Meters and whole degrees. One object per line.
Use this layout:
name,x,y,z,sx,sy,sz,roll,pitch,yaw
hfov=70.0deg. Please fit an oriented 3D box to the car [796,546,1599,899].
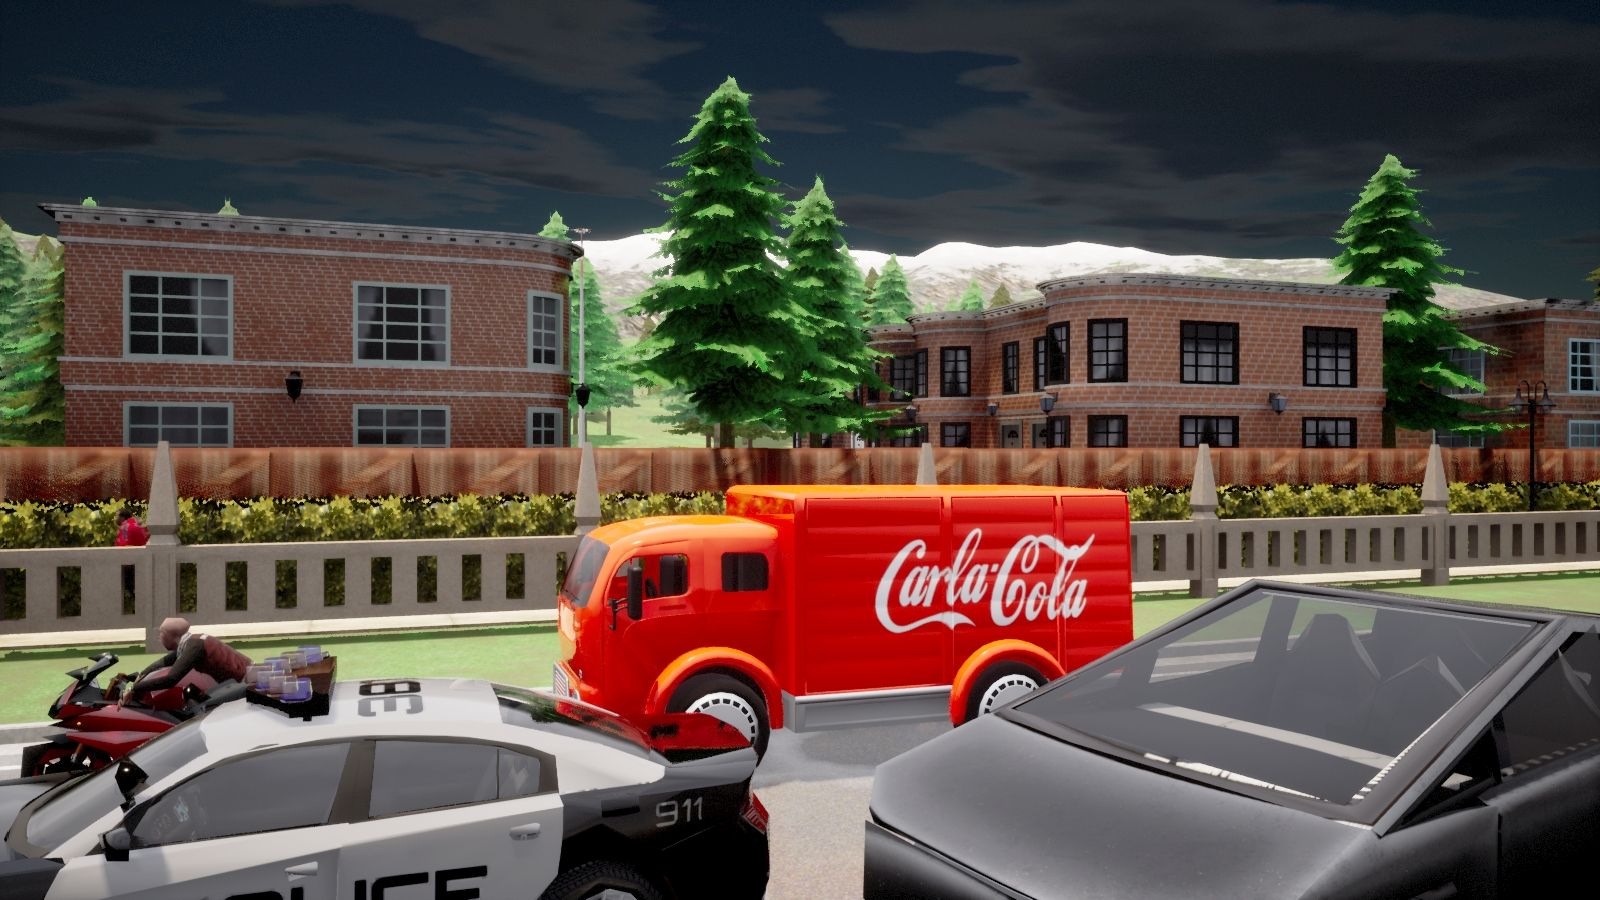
car,3.288,1.756,5.800,6.274,2.098,2.390,0,0,-31

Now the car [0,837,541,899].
car,-2.622,2.065,2.345,4.193,1.474,1.816,0,0,-20

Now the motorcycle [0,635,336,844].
motorcycle,-4.855,2.205,8.981,2.209,1.251,0.867,0,0,-20

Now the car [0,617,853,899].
car,-2.539,1.983,6.100,5.238,1.638,2.097,0,0,-20

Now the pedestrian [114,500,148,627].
pedestrian,-10.076,1.700,17.220,0.375,1.860,0.375,0,0,-20

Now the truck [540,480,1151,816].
truck,0.341,1.571,10.872,5.204,2.467,2.627,0,0,-20
